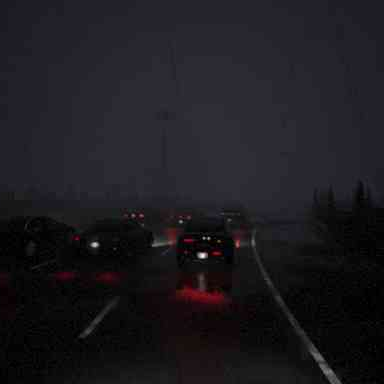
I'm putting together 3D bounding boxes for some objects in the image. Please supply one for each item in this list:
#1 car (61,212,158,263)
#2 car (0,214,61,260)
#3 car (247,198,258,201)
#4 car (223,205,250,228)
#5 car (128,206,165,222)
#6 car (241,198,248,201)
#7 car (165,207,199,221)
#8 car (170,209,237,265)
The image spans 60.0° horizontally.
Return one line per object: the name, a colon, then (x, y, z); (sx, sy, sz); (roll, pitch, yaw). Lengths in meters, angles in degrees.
car: (-2.849, 1.678, 12.627); (1.994, 1.385, 4.181); (0, 0, 8)
car: (-6.327, 1.620, 13.035); (1.837, 1.490, 4.892); (0, 0, 7)
car: (15.665, 2.258, 77.753); (4.674, 1.442, 1.812); (1, -1, -44)
car: (3.236, 1.730, 25.069); (2.128, 1.511, 4.902); (0, 0, 16)
car: (-3.604, 1.789, 26.647); (2.033, 1.411, 5.357); (0, -1, 16)
car: (13.474, 2.273, 80.487); (4.902, 1.511, 2.128); (1, -1, -44)
car: (-0.197, 1.840, 25.822); (1.895, 1.301, 4.718); (0, -1, 16)
car: (0.622, 1.623, 12.192); (1.837, 1.490, 4.892); (0, 0, 7)
